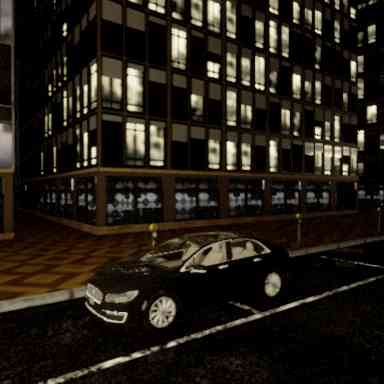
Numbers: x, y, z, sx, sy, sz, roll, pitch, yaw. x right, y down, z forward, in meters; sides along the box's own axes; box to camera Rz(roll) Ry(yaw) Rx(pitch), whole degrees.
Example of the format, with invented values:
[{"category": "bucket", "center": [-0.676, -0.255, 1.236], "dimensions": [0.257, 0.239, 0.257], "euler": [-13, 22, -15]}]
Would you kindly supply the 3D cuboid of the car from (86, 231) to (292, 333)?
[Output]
[{"category": "car", "center": [0.156, 1.520, 6.666], "dimensions": [4.403, 1.369, 2.008], "euler": [-1, 1, -35]}]
